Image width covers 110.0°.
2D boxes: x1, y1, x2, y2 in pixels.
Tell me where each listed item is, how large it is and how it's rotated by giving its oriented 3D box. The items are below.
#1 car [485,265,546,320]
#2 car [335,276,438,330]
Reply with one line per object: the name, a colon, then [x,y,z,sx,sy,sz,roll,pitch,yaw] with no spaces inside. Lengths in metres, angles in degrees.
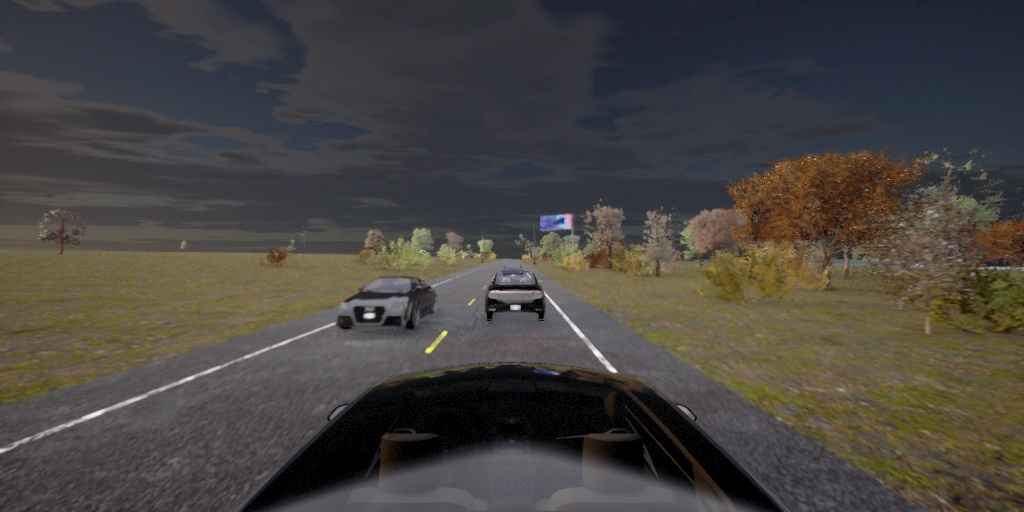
car: [0.098,1.245,12.569,2.128,1.511,4.902,0,0,0]
car: [-3.601,1.317,11.032,1.994,1.385,4.181,0,0,0]
